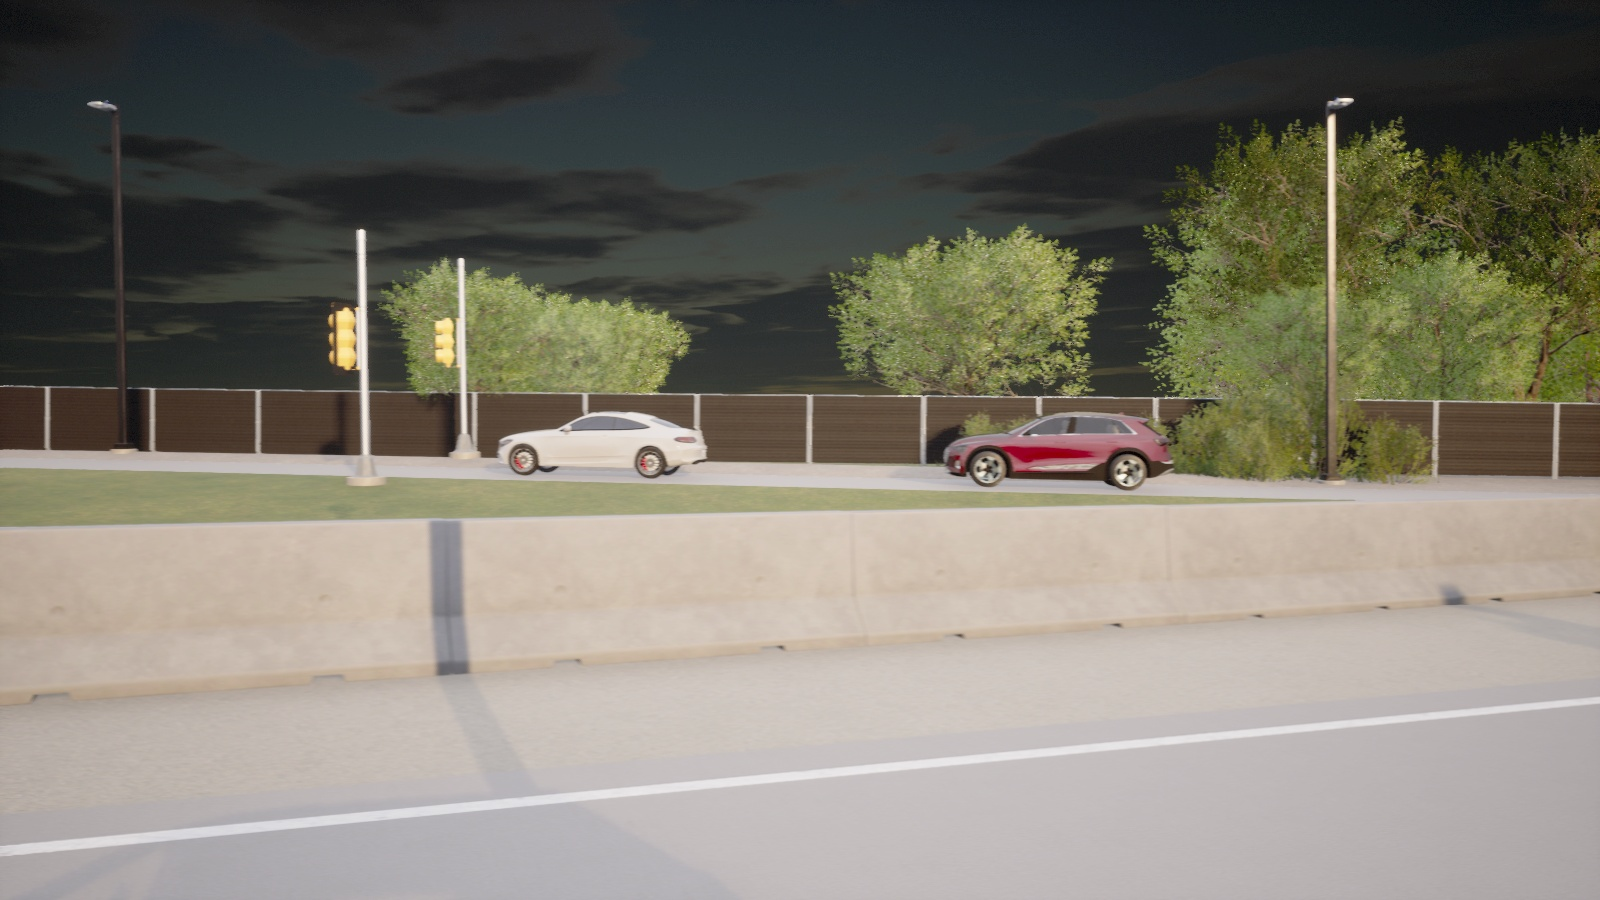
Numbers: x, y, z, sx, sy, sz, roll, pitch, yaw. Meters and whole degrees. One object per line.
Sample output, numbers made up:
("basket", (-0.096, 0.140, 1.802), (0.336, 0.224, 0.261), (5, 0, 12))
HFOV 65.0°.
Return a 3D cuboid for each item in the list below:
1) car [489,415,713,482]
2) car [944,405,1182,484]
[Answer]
("car", (-4.423, -0.050, 28.270), (4.674, 1.442, 1.812), (0, 2, 6))
("car", (5.573, -0.143, 27.204), (4.856, 1.649, 2.033), (0, 2, 6))
